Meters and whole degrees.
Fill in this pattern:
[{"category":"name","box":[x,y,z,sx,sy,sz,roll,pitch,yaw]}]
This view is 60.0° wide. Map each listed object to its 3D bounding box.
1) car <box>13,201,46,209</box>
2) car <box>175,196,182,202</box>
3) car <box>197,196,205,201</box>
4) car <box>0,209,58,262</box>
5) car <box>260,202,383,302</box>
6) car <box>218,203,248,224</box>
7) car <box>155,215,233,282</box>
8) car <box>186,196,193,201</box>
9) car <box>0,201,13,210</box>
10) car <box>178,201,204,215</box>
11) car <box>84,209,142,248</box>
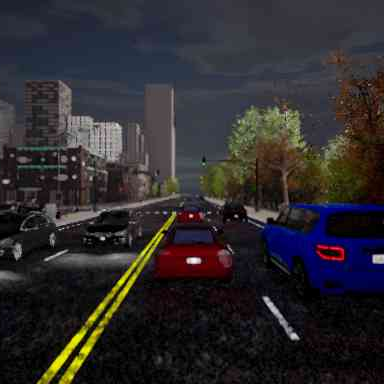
[{"category":"car","box":[-20.254,2.035,43.140,4.313,1.339,1.947,-1,1,0]},{"category":"car","box":[-3.918,1.960,94.755,2.128,1.511,4.902,0,0,0]},{"category":"car","box":[2.610,1.821,90.824,1.837,1.490,4.892,0,0,0]},{"category":"car","box":[-6.679,1.570,12.470,1.837,1.490,4.892,0,-1,0]},{"category":"car","box":[3.292,1.263,8.496,2.150,2.045,5.566,0,0,0]},{"category":"car","box":[3.171,1.601,26.333,1.882,1.535,5.008,0,0,0]},{"category":"car","box":[0.034,1.612,9.916,1.994,1.385,4.181,0,0,0]},{"category":"car","box":[-0.640,1.863,90.800,2.033,1.411,5.357,0,0,0]},{"category":"car","box":[-28.647,2.077,51.592,4.403,1.369,2.008,-1,1,0]},{"category":"car","box":[-0.074,1.686,25.750,1.994,1.385,4.181,0,0,0]},{"category":"car","box":[-3.447,1.581,15.228,1.837,1.490,4.892,0,-1,0]}]
